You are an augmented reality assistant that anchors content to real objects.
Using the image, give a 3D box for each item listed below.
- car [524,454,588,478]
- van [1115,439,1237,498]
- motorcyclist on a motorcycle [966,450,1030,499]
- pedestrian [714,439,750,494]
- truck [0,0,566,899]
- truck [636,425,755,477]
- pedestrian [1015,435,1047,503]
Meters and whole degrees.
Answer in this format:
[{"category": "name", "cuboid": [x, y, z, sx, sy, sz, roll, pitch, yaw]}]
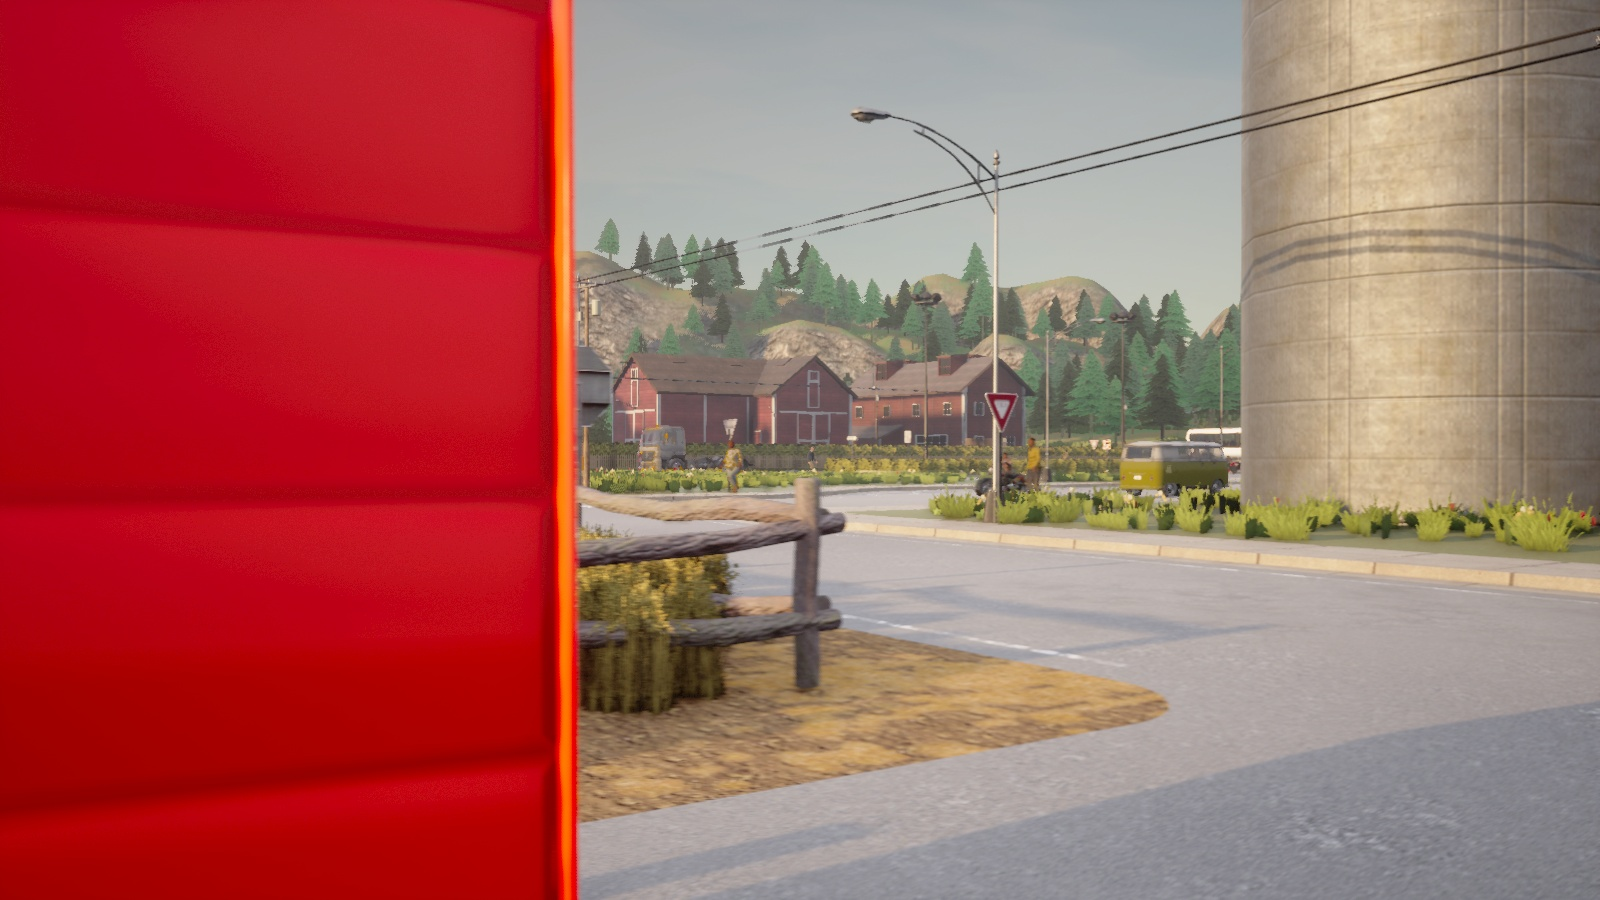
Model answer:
[{"category": "car", "cuboid": [-15.863, 1.009, 81.634, 3.705, 1.549, 1.789, 0, 0, -27]}, {"category": "van", "cuboid": [13.237, 0.634, 44.142, 4.442, 1.987, 1.775, 0, 0, -36]}, {"category": "motorcyclist on a motorcycle", "cuboid": [6.947, 0.836, 43.918, 2.350, 1.649, 0.766, 0, 0, -36]}, {"category": "pedestrian", "cuboid": [-2.320, 0.545, 42.849, 0.874, 1.855, 0.900, 0, 0, 41]}, {"category": "truck", "cuboid": [-3.082, 0.264, 0.811, 5.204, 2.467, 2.627, 0, 0, -29]}, {"category": "truck", "cuboid": [-7.217, 0.061, 87.329, 7.936, 3.462, 2.891, 0, 0, -35]}, {"category": "pedestrian", "cuboid": [6.234, 0.508, 33.876, 0.709, 1.840, 0.431, 0, 0, -24]}]
